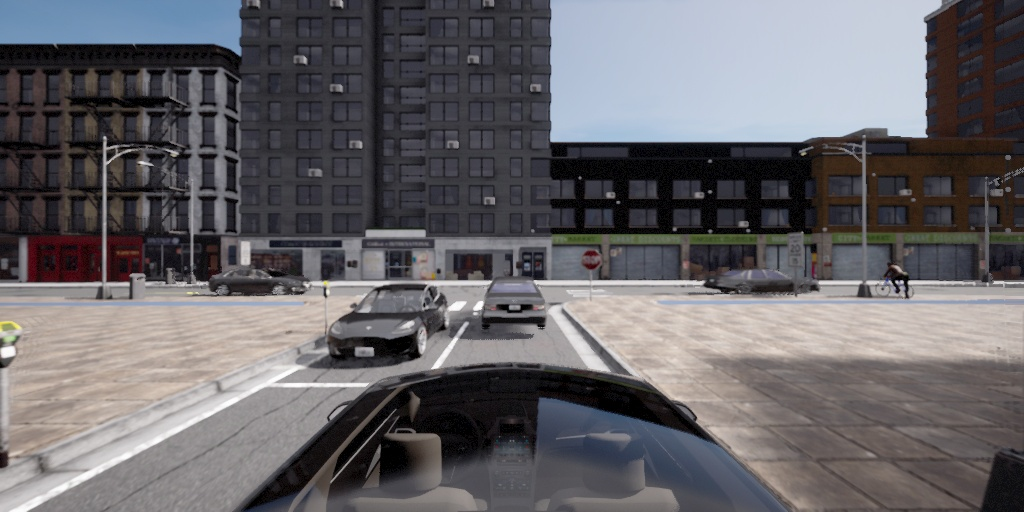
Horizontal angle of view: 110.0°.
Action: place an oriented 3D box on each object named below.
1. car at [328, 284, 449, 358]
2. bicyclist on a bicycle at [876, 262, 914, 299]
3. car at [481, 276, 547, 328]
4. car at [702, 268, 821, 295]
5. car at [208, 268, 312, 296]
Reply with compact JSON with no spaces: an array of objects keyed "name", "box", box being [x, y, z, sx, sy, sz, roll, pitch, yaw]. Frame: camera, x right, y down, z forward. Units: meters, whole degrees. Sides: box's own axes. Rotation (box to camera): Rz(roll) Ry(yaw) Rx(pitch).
[{"name":"car","box":[-2.642,1.353,8.586,1.948,1.339,4.313,0,0,0]},{"name":"bicyclist on a bicycle","box":[17.349,1.100,16.287,0.582,1.620,1.656,0,0,0]},{"name":"car","box":[0.034,1.350,11.534,2.033,1.411,5.357,0,0,-1]},{"name":"car","box":[13.185,1.361,19.191,5.357,1.411,2.033,0,0,0]},{"name":"car","box":[-13.370,1.381,19.184,4.892,1.490,1.837,0,0,0]}]
